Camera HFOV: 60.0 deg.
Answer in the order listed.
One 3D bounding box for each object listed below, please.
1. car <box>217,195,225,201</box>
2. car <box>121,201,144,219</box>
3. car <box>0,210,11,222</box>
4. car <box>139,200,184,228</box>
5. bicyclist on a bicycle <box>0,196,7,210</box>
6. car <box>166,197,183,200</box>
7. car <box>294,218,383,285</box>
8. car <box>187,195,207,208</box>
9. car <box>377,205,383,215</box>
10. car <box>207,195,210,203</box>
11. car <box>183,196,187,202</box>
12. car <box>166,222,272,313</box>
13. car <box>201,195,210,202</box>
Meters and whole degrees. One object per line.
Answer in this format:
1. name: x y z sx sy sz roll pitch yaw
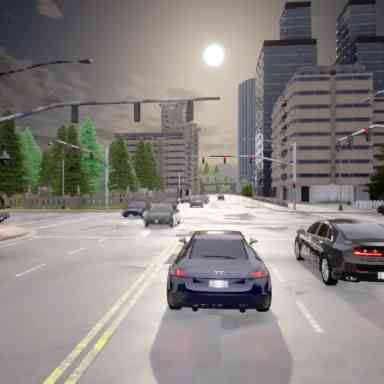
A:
1. car: 7.483 1.500 85.888 1.837 1.490 4.892 0 0 5
2. car: -4.650 1.547 29.772 2.033 1.411 5.357 0 0 7
3. car: -15.744 1.601 23.946 4.718 1.301 1.895 0 0 5
4. car: -1.901 1.505 22.354 1.837 1.490 4.892 0 0 6
5. bicyclist on a bicycle: -22.282 1.301 39.028 0.582 1.620 1.656 0 0 5
6. car: -2.943 1.547 46.914 2.033 1.411 5.357 0 0 5
7. car: 4.240 1.505 9.388 1.837 1.490 4.892 0 0 5
8. car: 0.748 1.505 48.995 1.837 1.490 4.892 0 0 5
9. car: 20.391 1.478 31.649 5.008 1.535 1.882 0 0 5
10. car: 1.663 1.352 59.533 2.097 1.767 4.553 0 0 5
11. car: -1.213 1.547 66.491 2.033 1.411 5.357 0 0 5
12. car: 0.607 1.564 7.773 1.994 1.385 4.181 0 0 4
13. car: 2.997 1.500 74.396 1.837 1.490 4.892 0 0 5
